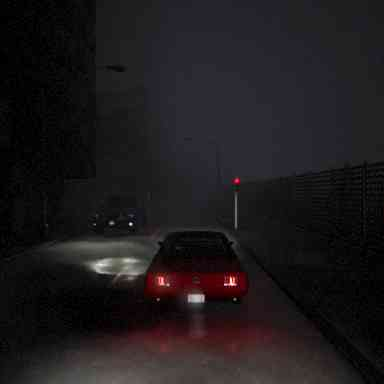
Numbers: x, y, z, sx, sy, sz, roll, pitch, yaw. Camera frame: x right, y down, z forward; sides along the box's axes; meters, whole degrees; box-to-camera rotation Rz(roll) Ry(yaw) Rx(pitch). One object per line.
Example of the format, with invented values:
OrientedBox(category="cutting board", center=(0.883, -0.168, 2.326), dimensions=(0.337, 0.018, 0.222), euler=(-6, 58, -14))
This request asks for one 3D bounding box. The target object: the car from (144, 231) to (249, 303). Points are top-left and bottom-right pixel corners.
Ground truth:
OrientedBox(category="car", center=(0.089, 1.601, 8.123), dimensions=(1.895, 1.301, 4.718), euler=(0, 0, 0))

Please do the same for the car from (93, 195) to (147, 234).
OrientedBox(category="car", center=(-4.012, 1.227, 19.456), dimensions=(2.150, 2.045, 5.566), euler=(0, 0, 0))
